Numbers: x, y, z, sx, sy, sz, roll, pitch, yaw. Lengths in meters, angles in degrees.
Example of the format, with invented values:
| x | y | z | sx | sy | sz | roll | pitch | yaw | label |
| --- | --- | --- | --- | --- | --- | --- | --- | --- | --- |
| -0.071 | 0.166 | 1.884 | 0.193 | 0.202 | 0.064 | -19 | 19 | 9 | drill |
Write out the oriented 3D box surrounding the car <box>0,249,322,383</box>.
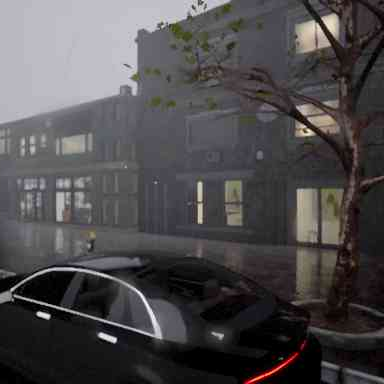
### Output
| x | y | z | sx | sy | sz | roll | pitch | yaw | label |
| --- | --- | --- | --- | --- | --- | --- | --- | --- | --- |
| -1.005 | 1.494 | 4.139 | 4.892 | 1.490 | 1.837 | 0 | 0 | 35 | car |
